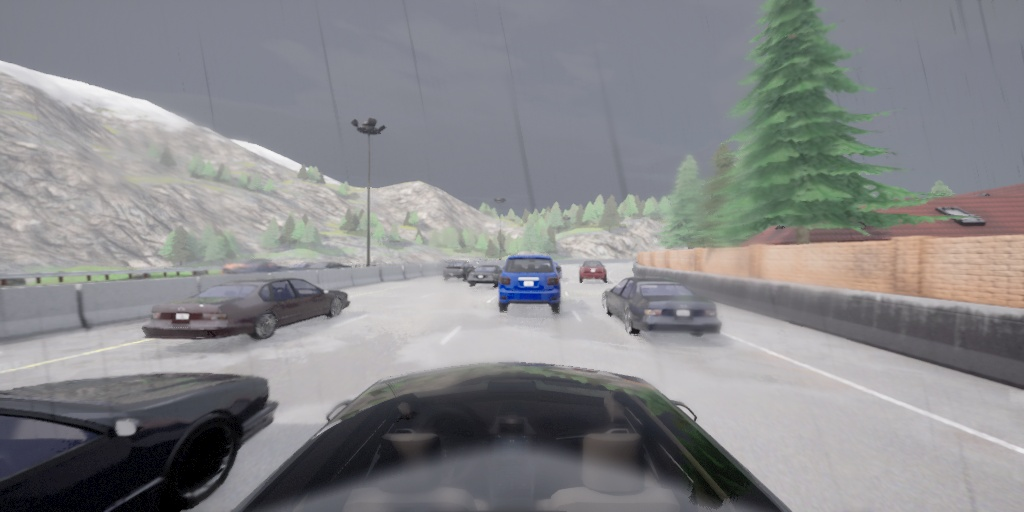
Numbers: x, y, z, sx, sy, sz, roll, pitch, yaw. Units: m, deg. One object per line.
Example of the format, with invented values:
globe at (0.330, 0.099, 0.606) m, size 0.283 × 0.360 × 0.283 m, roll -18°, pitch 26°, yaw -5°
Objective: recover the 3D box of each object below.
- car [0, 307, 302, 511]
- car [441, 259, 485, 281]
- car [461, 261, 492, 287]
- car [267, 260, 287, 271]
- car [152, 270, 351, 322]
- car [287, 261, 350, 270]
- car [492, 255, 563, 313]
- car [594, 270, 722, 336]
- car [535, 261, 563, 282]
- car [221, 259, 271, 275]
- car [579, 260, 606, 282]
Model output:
car at (-3.359, 1.290, 1.249) m, size 2.033 × 1.411 × 5.357 m, roll 0°, pitch 0°, yaw 0°
car at (-4.101, 1.240, 29.571) m, size 2.128 × 1.511 × 4.902 m, roll 0°, pitch 0°, yaw 10°
car at (-1.517, 1.300, 24.229) m, size 2.033 × 1.411 × 5.357 m, roll 0°, pitch 0°, yaw 9°
car at (-18.200, 1.263, 31.528) m, size 2.033 × 1.411 × 5.357 m, roll 0°, pitch 0°, yaw 11°
car at (-6.587, 1.284, 9.840) m, size 2.033 × 1.411 × 5.357 m, roll 0°, pitch 0°, yaw 4°
car at (-15.092, 1.200, 28.808) m, size 1.882 × 1.535 × 5.008 m, roll 0°, pitch 0°, yaw 10°
car at (0.771, 0.977, 14.171) m, size 2.150 × 2.045 × 5.566 m, roll 0°, pitch 0°, yaw 5°
car at (3.956, 1.309, 10.438) m, size 2.033 × 1.411 × 5.357 m, roll 0°, pitch 0°, yaw 4°
car at (3.298, 1.244, 30.883) m, size 1.882 × 1.535 × 5.008 m, roll 0°, pitch 0°, yaw 12°
car at (-21.834, 1.255, 31.083) m, size 2.033 × 1.411 × 5.357 m, roll 0°, pitch 0°, yaw 10°
car at (6.491, 1.125, 28.986) m, size 2.097 × 1.767 × 4.553 m, roll 0°, pitch 0°, yaw 11°
